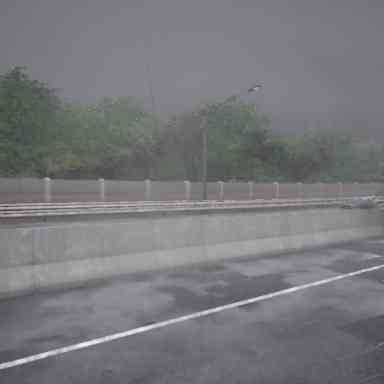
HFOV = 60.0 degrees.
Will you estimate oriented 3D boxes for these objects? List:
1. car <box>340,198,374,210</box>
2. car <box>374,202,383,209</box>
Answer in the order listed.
[{"bbox_3d":[19.423,1.451,38.552,5.357,1.411,2.033,-1,0,-34],"label":"car"},{"bbox_3d":[22.118,1.463,36.126,4.181,1.385,1.994,-1,0,-33],"label":"car"}]
